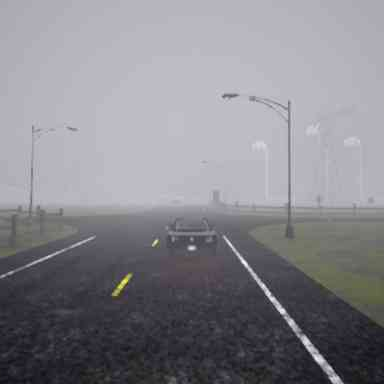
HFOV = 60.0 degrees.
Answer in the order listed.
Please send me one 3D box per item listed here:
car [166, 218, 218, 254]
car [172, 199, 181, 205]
[{"bbox_3d":[0.000,1.741,14.126,1.895,1.301,4.718,0,-1,0],"label":"car"},{"bbox_3d":[-3.506,2.417,77.949,1.994,1.385,4.181,0,-1,0],"label":"car"}]
